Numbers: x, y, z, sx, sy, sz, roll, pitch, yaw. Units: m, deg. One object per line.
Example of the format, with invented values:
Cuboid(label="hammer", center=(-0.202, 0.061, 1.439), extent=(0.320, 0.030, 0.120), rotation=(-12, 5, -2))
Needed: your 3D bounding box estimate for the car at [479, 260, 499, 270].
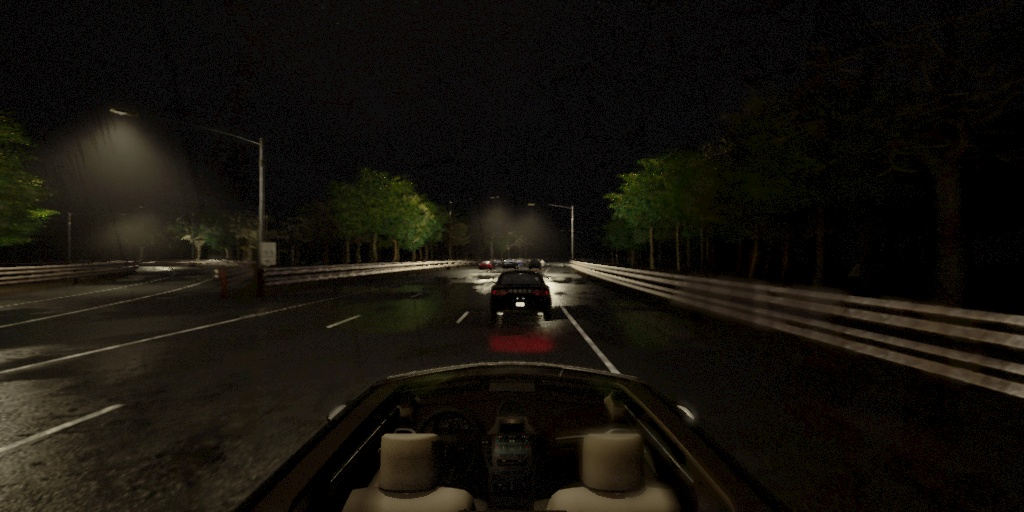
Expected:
Cuboid(label="car", center=(-3.611, 1.355, 53.202), extent=(1.994, 1.385, 4.181), rotation=(0, 0, 8))

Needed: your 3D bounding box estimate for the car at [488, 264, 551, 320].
Cuboid(label="car", center=(0.312, 1.229, 12.727), extent=(1.882, 1.535, 5.008), rotation=(0, 0, 2))

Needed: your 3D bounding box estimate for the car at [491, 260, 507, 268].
Cuboid(label="car", center=(-2.208, 1.387, 63.077), extent=(1.994, 1.385, 4.181), rotation=(0, 0, 9))

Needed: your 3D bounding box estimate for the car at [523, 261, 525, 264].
Cuboid(label="car", center=(1.317, 1.374, 62.963), extent=(2.033, 1.411, 5.357), rotation=(0, 0, 9))

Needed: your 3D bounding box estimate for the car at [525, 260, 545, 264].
Cuboid(label="car", center=(3.403, 1.302, 52.852), extent=(1.837, 1.490, 4.892), rotation=(0, 0, 8))

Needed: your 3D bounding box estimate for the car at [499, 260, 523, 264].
Cuboid(label="car", center=(-0.130, 1.285, 52.839), extent=(2.128, 1.511, 4.902), rotation=(0, 0, 8))
